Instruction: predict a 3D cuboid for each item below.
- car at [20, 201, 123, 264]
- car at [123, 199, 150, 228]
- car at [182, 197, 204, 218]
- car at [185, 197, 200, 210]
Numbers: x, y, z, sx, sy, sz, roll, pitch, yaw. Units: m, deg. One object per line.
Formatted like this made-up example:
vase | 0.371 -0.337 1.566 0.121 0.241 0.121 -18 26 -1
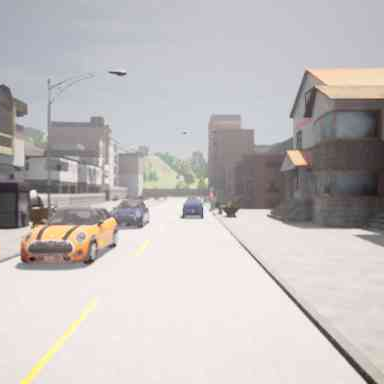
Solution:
car | -4.069 1.332 11.769 2.097 1.767 4.553 0 0 0
car | -4.005 1.316 21.832 2.097 1.767 4.553 0 0 0
car | 0.094 1.429 29.744 1.882 1.535 5.008 0 0 0
car | 0.045 1.434 44.211 1.837 1.490 4.892 0 1 0
